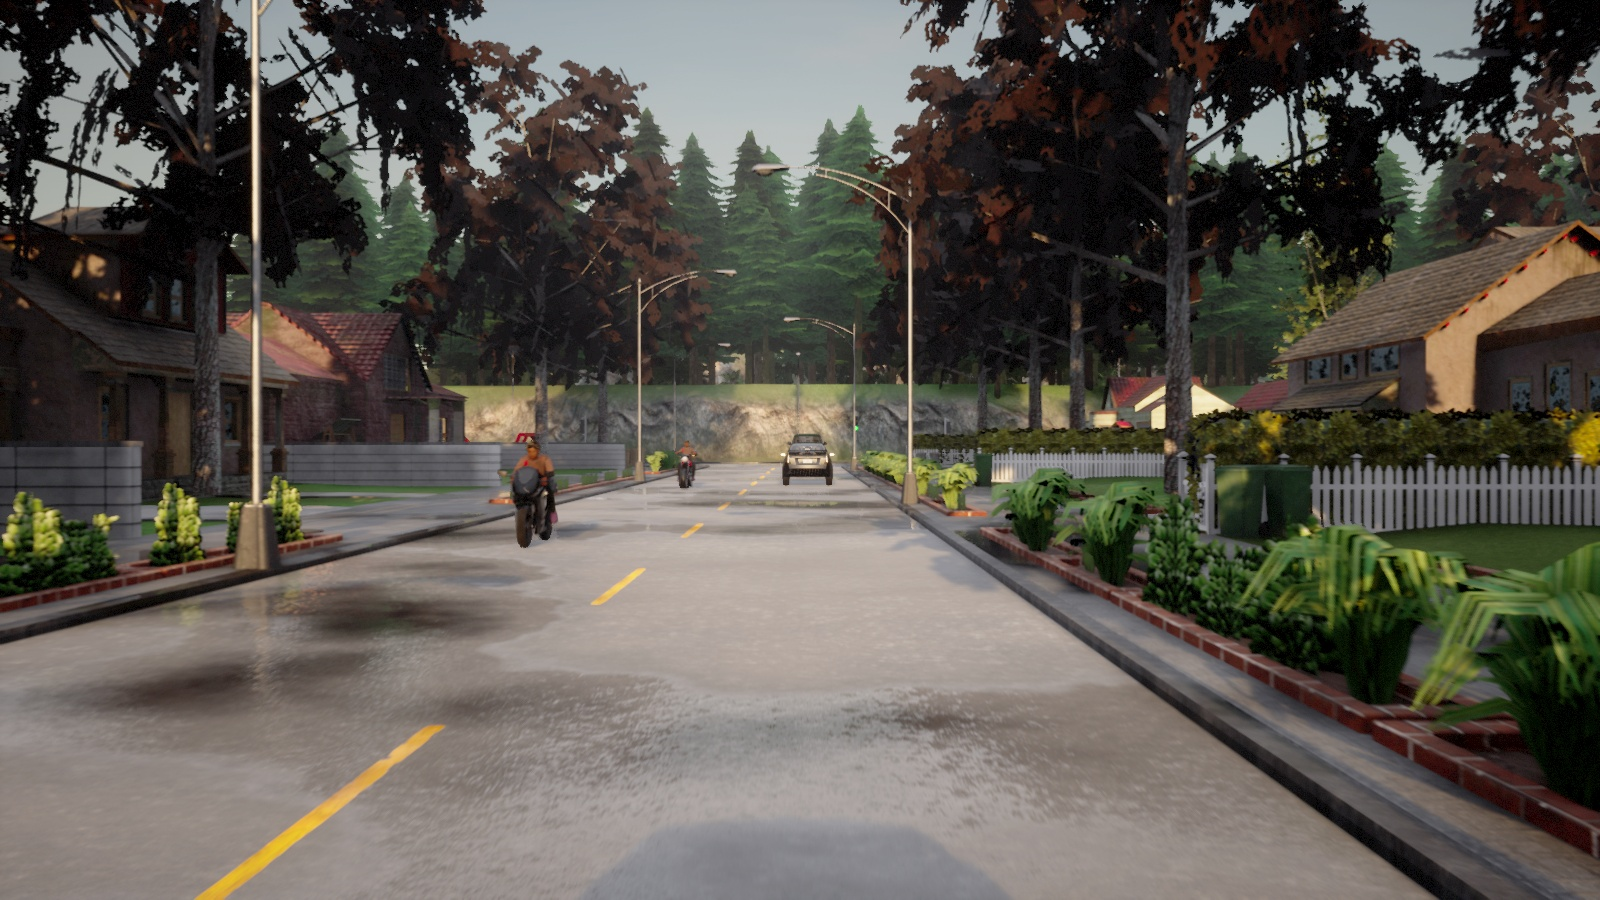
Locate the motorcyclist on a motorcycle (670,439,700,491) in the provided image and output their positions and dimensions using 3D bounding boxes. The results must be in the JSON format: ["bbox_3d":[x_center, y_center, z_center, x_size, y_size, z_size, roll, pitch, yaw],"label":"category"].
[{"bbox_3d":[-3.750,0.461,41.239,0.766,1.649,2.350,0,0,0],"label":"motorcyclist on a motorcycle"}]

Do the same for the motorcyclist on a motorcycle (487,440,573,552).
[{"bbox_3d":[-3.881,0.623,18.216,0.797,1.523,2.044,0,0,0],"label":"motorcyclist on a motorcycle"}]

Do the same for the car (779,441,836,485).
[{"bbox_3d":[0.277,0.434,45.983,2.007,1.525,4.514,0,0,0],"label":"car"}]

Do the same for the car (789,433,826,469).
[{"bbox_3d":[0.444,0.040,75.496,2.150,2.045,5.566,0,0,0],"label":"car"}]
